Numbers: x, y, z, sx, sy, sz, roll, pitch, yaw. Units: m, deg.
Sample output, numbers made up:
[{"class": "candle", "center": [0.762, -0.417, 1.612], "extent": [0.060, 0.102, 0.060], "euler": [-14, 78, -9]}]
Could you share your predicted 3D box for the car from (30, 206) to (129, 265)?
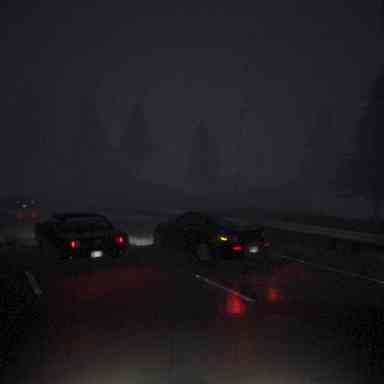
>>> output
[{"class": "car", "center": [-3.806, 1.339, 10.842], "extent": [1.895, 1.301, 4.718], "euler": [0, 1, -34]}]

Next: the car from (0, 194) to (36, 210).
[{"class": "car", "center": [-15.881, 0.857, 29.762], "extent": [4.718, 1.301, 1.895], "euler": [1, 2, 42]}]

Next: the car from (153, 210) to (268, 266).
[{"class": "car", "center": [0.408, 1.292, 10.705], "extent": [1.812, 1.442, 4.674], "euler": [0, 1, -32]}]
